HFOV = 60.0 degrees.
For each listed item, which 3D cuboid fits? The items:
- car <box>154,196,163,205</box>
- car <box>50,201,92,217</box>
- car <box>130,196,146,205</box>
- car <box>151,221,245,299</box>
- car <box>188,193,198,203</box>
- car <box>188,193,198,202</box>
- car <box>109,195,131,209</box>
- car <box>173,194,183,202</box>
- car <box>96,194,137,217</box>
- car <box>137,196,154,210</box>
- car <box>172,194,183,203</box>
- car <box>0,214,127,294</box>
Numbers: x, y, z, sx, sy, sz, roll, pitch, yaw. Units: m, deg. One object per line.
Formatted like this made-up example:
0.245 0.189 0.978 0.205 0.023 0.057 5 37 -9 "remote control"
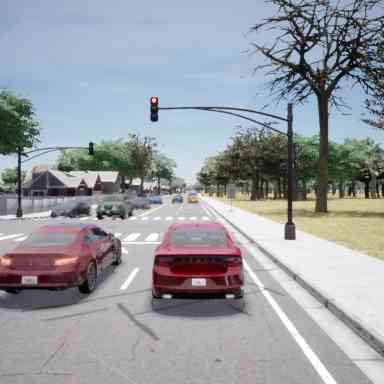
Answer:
-6.428 1.457 59.988 1.882 1.535 5.008 0 0 0 "car"
-10.458 1.522 29.284 1.812 1.442 4.674 0 0 10 "car"
-9.678 1.526 60.295 2.033 1.411 5.357 0 0 1 "car"
0.118 1.477 8.486 1.882 1.535 5.008 0 0 0 "car"
0.255 1.452 65.914 1.882 1.535 5.008 0 0 0 "car"
0.182 1.191 76.315 2.150 2.045 5.566 0 0 0 "car"
-9.740 1.342 45.292 2.097 1.767 4.553 0 0 0 "car"
-3.068 1.321 76.287 2.097 1.767 4.553 0 0 0 "car"
-6.528 1.219 28.632 2.150 2.045 5.566 0 0 0 "car"
-6.497 1.498 42.781 1.837 1.490 4.892 0 0 0 "car"
-2.990 1.500 66.321 1.812 1.442 4.674 0 0 0 "car"
-3.130 1.525 8.697 1.812 1.442 4.674 0 0 0 "car"
